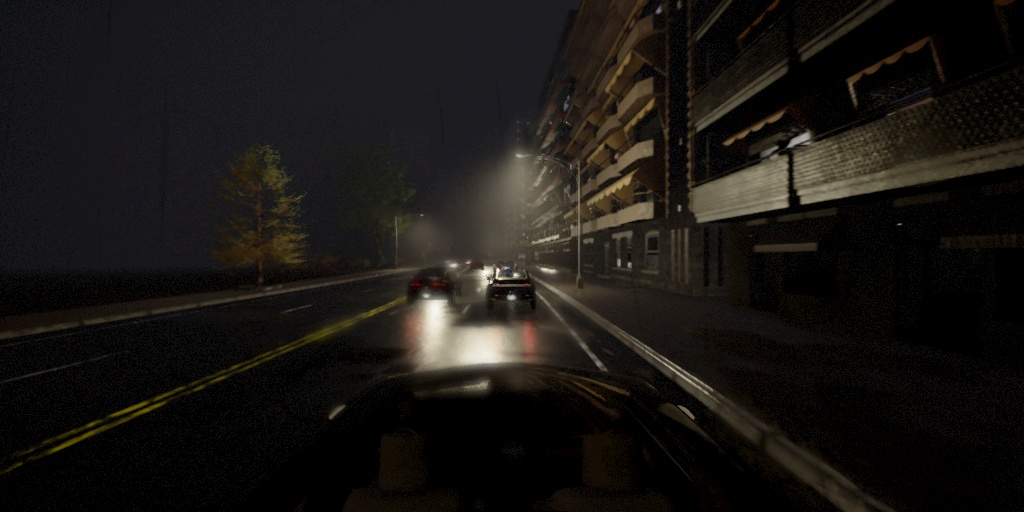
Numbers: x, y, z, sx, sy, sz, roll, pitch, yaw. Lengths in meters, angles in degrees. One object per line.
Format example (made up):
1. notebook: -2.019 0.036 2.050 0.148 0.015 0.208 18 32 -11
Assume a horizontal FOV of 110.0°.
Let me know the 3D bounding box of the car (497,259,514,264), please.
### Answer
1. car: -0.632 1.124 32.466 2.097 1.767 4.553 0 0 -3

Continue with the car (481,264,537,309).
1. car: -0.046 1.249 15.022 2.128 1.511 4.902 0 0 -1

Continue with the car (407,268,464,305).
1. car: -3.317 1.268 16.109 1.837 1.490 4.892 0 0 -1

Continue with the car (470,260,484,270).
1. car: -5.201 1.272 53.659 1.882 1.535 5.008 0 0 -5
